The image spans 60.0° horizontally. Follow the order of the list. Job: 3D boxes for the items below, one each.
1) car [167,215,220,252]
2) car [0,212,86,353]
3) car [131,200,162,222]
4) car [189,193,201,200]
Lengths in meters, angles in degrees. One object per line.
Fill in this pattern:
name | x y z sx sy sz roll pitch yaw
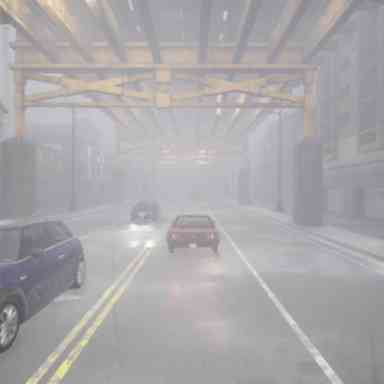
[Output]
car | 0.052 1.582 13.811 1.895 1.301 4.718 0 0 0
car | -3.580 1.332 6.057 2.097 1.767 4.553 0 0 0
car | -3.449 1.398 25.587 2.128 1.511 4.902 0 0 1
car | 0.304 0.940 70.537 2.033 1.411 5.357 0 1 0
